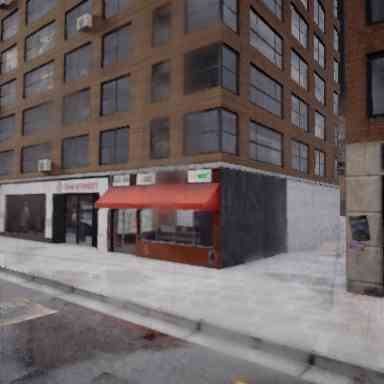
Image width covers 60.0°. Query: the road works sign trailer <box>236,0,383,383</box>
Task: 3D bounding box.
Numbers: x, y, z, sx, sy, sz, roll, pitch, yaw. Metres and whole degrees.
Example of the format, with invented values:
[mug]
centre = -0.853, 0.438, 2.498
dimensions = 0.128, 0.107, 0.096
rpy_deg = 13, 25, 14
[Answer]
[road works sign trailer]
centre = 1.591, 0.592, 2.432
dimensions = 2.880, 3.560, 2.380
rpy_deg = -1, -3, 38
